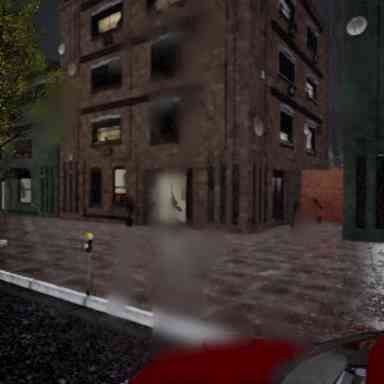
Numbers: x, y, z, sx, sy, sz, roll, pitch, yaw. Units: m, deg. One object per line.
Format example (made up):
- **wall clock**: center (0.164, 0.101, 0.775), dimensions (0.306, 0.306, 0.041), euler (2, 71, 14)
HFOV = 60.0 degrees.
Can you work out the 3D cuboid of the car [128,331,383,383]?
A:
- **car**: center (1.347, 1.582, 1.912), dimensions (4.206, 1.307, 1.802), euler (0, 1, 35)
